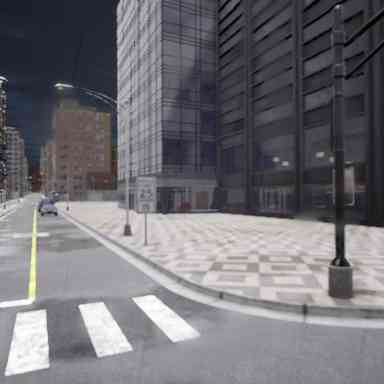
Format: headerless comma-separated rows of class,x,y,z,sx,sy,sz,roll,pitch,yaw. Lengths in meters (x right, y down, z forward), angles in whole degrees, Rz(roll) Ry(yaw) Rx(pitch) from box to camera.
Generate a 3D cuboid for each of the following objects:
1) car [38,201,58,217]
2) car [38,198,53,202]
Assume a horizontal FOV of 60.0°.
car,-17.423,2.198,40.545,2.033,1.411,5.357,0,-1,-25
car,-21.863,1.986,49.958,2.150,2.045,5.566,0,0,-25
